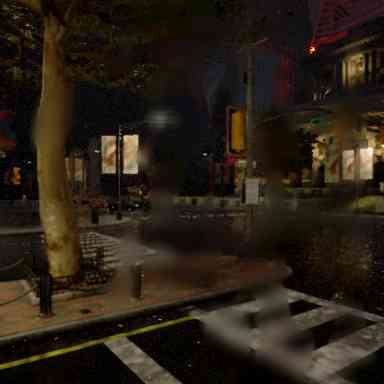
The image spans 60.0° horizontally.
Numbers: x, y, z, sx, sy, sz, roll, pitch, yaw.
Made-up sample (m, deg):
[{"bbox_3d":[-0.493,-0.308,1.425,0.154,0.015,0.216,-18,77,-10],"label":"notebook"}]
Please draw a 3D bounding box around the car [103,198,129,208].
[{"bbox_3d":[-11.767,1.675,51.199,2.033,1.411,5.357,0,0,-36],"label":"car"}]

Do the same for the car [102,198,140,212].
[{"bbox_3d":[-8.831,1.653,41.119,2.033,1.411,5.357,0,0,-35],"label":"car"}]

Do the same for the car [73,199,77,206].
[{"bbox_3d":[-21.476,1.577,57.202,5.008,1.535,1.882,0,0,42],"label":"car"}]

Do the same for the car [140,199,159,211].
[{"bbox_3d":[-6.084,1.620,43.276,2.128,1.511,4.902,0,0,-36],"label":"car"}]

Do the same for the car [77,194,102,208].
[{"bbox_3d":[-14.777,1.327,49.393,2.150,2.045,5.566,0,0,-37],"label":"car"}]
